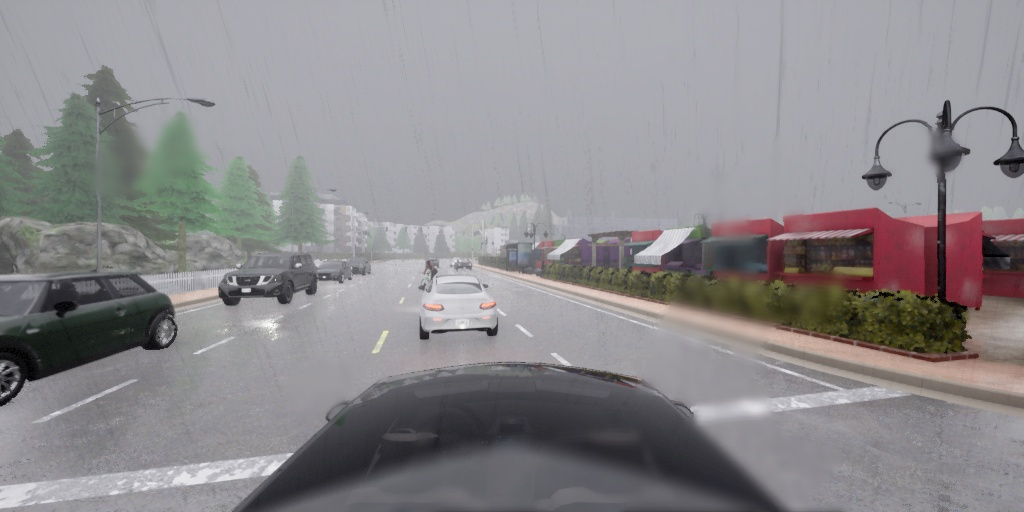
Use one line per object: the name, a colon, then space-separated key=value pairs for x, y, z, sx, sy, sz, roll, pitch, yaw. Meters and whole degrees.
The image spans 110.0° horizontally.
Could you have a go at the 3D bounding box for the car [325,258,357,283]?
car: x=-12.594 y=1.087 z=25.339 sx=1.837 sy=1.490 sz=4.892 roll=0 pitch=0 yaw=-13

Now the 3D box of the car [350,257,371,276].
car: x=-14.487 y=0.875 z=33.320 sx=2.097 sy=1.767 sz=4.553 roll=0 pitch=0 yaw=-13

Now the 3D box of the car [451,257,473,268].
car: x=-6.014 y=1.049 z=43.798 sx=1.895 sy=1.301 sz=4.718 roll=0 pitch=0 yaw=-13

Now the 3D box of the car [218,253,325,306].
car: x=-10.299 y=0.875 z=15.719 sx=2.150 sy=2.045 sz=5.566 roll=0 pitch=0 yaw=-13

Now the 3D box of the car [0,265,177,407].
car: x=-7.949 y=1.079 z=5.756 sx=2.097 sy=1.767 sz=4.553 roll=0 pitch=1 yaw=-13

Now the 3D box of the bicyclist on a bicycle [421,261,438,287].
bicyclist on a bicycle: x=-4.483 y=1.079 z=19.671 sx=0.582 sy=1.620 sz=1.656 roll=0 pitch=1 yaw=24

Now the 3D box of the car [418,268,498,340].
car: x=-1.560 y=1.225 z=9.848 sx=1.812 sy=1.442 sz=4.674 roll=0 pitch=0 yaw=-13

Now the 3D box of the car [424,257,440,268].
car: x=-11.309 y=0.900 z=50.810 sx=1.837 sy=1.490 sz=4.892 roll=0 pitch=0 yaw=-13
